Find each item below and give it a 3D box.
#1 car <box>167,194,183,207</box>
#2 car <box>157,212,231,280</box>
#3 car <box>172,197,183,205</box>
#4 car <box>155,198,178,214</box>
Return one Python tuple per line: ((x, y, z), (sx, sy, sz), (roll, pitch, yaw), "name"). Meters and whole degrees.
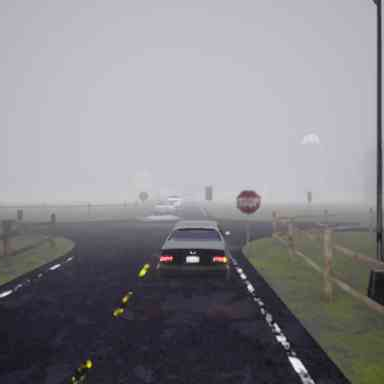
((-2.835, 1.380, 53.885), (2.150, 2.045, 5.566), (0, 0, 0), "car")
((0.173, 1.560, 9.964), (2.033, 1.411, 5.357), (0, 0, 4), "car")
((-2.780, 1.735, 64.103), (1.812, 1.442, 4.674), (0, 0, 1), "car")
((-2.883, 1.686, 36.336), (1.895, 1.301, 4.718), (0, 0, 1), "car")
